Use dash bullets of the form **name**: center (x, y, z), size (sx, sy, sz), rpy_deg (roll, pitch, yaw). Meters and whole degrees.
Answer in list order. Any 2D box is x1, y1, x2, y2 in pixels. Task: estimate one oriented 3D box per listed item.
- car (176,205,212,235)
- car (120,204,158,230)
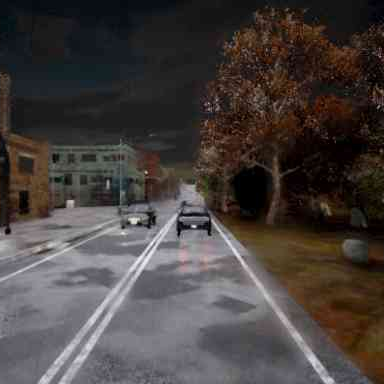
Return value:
- **car**: center (0.100, 1.507, 19.006), size (2.128, 1.511, 4.902), rpy_deg (0, 0, 0)
- **car**: center (-3.343, 1.520, 21.601), size (2.128, 1.511, 4.902), rpy_deg (0, 0, 0)
